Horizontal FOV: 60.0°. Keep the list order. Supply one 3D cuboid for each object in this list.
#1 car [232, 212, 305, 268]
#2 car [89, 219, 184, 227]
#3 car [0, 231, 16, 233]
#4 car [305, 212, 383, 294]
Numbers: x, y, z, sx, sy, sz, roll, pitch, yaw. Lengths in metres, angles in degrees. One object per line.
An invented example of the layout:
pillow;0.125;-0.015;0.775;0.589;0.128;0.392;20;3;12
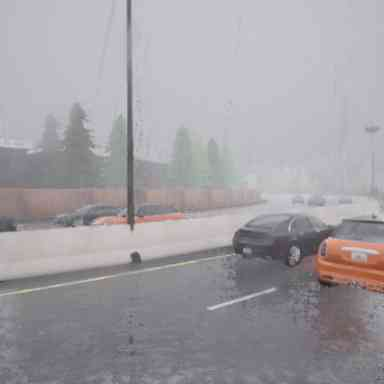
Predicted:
car;3.439;1.464;11.313;4.892;1.490;1.837;-1;0;-41
car;-2.530;1.348;15.672;4.553;1.767;2.097;0;0;-41
car;-10.245;1.532;14.012;5.008;1.535;1.882;0;0;-36
car;4.983;1.305;8.044;4.553;1.767;2.097;0;0;-40
